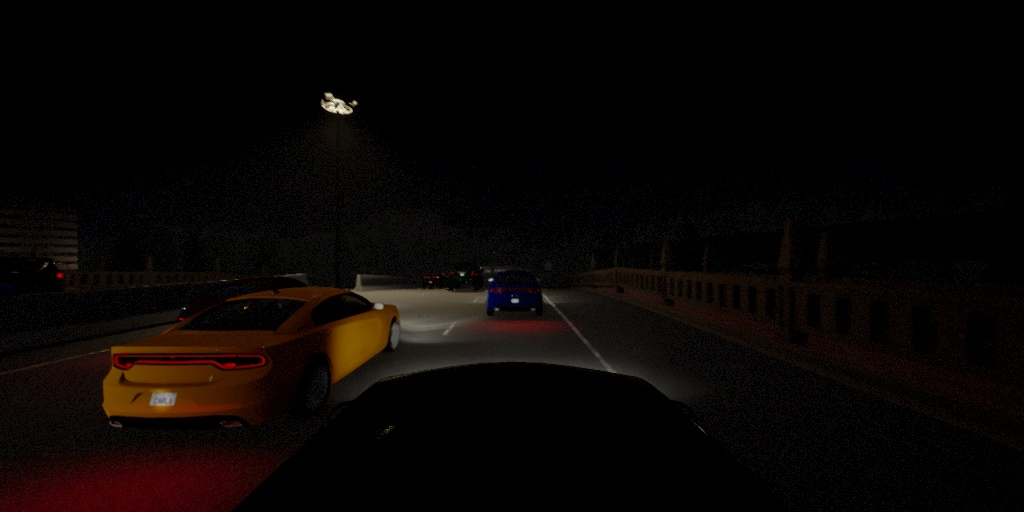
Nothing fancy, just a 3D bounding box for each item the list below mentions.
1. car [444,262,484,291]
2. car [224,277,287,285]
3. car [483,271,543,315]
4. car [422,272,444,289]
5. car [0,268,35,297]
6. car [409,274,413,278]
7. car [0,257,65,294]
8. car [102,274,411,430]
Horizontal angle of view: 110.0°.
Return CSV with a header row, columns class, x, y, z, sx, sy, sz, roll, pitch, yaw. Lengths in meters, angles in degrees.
class,x,y,z,sx,sy,sz,roll,pitch,yaw
car,-3.404,1.532,27.195,2.150,2.045,5.566,0,-3,0
car,-6.900,1.322,10.308,1.812,1.442,4.674,0,0,0
car,0.098,1.303,13.977,1.882,1.535,5.008,0,0,0
car,-6.905,2.217,32.825,2.128,1.511,4.902,0,-5,0
car,-17.600,1.270,9.944,1.882,1.535,5.008,0,0,0
car,-14.077,3.281,45.703,2.150,2.045,5.566,0,-7,0
car,-21.101,1.040,13.648,2.150,2.045,5.566,0,-1,0
car,-3.400,1.251,5.972,1.882,1.535,5.008,0,0,0
